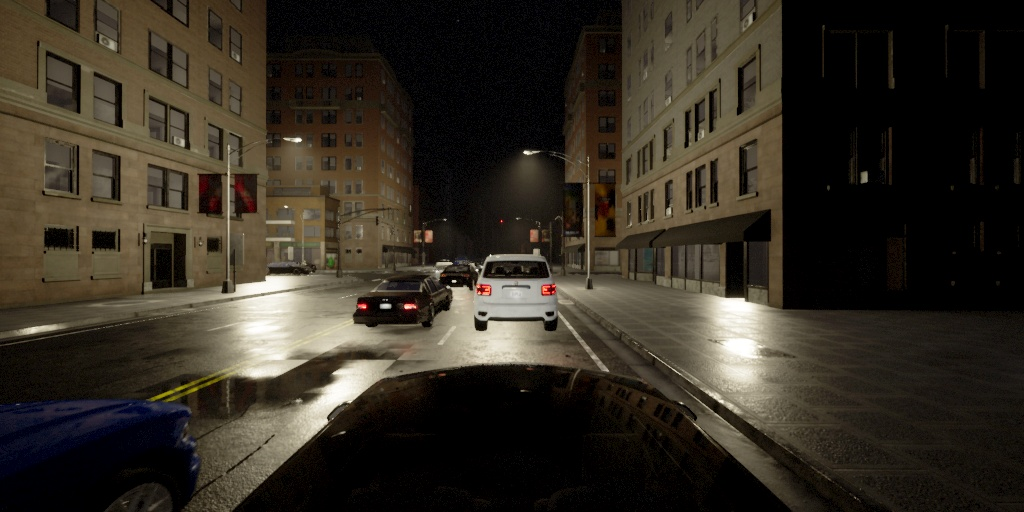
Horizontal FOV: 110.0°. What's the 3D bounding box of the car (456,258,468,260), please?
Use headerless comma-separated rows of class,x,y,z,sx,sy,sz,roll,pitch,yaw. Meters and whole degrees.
car,-6.595,1.345,51.834,1.895,1.301,4.718,0,0,0

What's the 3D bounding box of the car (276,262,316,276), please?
car,-23.141,1.288,36.638,5.357,1.411,2.033,0,0,0

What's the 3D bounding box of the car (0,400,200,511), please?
car,-3.151,1.228,0.470,1.882,1.535,5.008,0,0,0

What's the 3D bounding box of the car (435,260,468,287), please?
car,-3.150,1.227,22.012,1.882,1.535,5.008,0,0,0

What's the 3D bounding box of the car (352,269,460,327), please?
car,-3.153,1.297,11.421,2.033,1.411,5.357,0,0,0

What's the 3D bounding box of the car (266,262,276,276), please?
car,-25.416,1.169,34.109,4.097,1.591,1.967,0,0,0

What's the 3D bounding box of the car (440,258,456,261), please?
car,-9.845,1.269,52.194,1.812,1.442,4.674,0,0,0

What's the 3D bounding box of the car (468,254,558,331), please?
car,0.100,0.971,11.090,2.150,2.045,5.566,0,0,0
